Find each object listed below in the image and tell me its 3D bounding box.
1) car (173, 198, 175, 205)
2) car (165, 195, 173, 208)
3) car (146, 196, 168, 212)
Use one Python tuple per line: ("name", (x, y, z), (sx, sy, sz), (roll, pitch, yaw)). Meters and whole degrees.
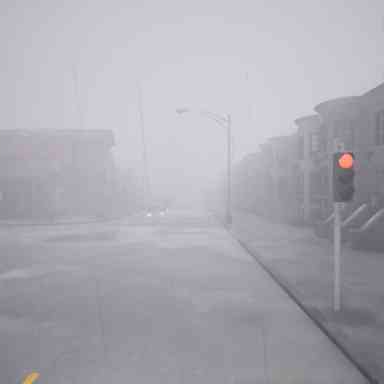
("car", (-4.143, 1.352, 58.411), (2.097, 1.767, 4.553), (0, 0, 0))
("car", (-4.160, 1.505, 48.619), (1.837, 1.490, 4.892), (0, 0, 0))
("car", (-4.158, 1.526, 39.433), (1.812, 1.442, 4.674), (0, 0, -1))
